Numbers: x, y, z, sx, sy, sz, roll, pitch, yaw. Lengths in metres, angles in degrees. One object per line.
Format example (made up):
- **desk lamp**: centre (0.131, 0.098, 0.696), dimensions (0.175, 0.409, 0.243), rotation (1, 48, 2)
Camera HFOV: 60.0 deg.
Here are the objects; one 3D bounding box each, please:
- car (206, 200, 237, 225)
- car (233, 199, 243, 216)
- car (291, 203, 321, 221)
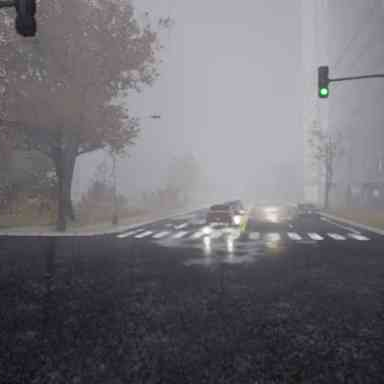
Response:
- **car**: centre (2.217, 1.639, 25.704), dimensions (1.882, 1.535, 5.008), rotation (-1, 0, 10)
- **car**: centre (4.094, 1.692, 35.482), dimensions (1.882, 1.535, 5.008), rotation (-1, 0, 11)
- **car**: centre (9.426, 1.624, 27.783), dimensions (2.033, 1.411, 5.357), rotation (-1, 0, 11)
